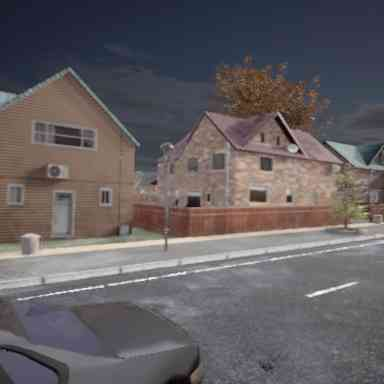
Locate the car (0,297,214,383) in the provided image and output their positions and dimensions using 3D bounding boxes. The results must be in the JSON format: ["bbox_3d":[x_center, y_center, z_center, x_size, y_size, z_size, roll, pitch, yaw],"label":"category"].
[{"bbox_3d":[-2.351,1.536,2.000,5.357,1.411,2.033,1,0,-36],"label":"car"}]
